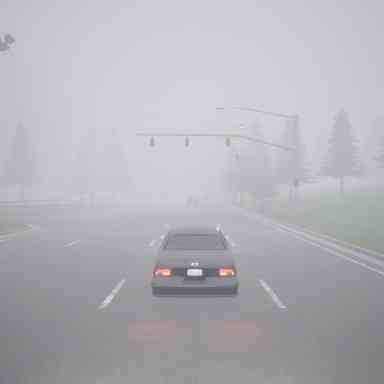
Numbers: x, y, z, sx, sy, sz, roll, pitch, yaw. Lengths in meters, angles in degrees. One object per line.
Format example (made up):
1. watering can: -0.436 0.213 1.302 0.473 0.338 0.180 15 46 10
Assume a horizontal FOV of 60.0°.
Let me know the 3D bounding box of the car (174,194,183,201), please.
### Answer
1. car: -3.423 1.517 83.816 1.812 1.442 4.674 0 0 0

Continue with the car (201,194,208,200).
1. car: 3.586 1.310 93.813 1.882 1.535 5.008 0 0 0

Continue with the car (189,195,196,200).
1. car: 0.086 1.540 94.230 2.033 1.411 5.357 0 0 0

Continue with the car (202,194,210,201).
1. car: 3.576 1.492 83.393 1.837 1.490 4.892 0 0 0

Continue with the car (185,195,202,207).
1. car: 0.046 1.352 52.754 2.097 1.767 4.553 0 0 0

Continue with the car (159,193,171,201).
1. car: -6.924 1.217 83.433 2.150 2.045 5.566 0 0 0

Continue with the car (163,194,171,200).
1. car: -6.914 1.385 93.823 1.994 1.385 4.181 0 0 0

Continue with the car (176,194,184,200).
1. car: -3.414 1.357 93.820 2.128 1.511 4.902 0 0 0

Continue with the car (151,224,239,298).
1. car: 0.074 1.547 8.714 2.033 1.411 5.357 0 0 0
